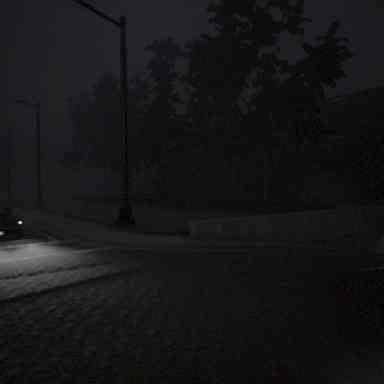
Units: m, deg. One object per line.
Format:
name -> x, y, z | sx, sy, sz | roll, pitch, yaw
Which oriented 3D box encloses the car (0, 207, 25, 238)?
car -> -9.129, 1.378, 15.430 | 1.895, 1.301, 4.718 | -1, 1, -36
